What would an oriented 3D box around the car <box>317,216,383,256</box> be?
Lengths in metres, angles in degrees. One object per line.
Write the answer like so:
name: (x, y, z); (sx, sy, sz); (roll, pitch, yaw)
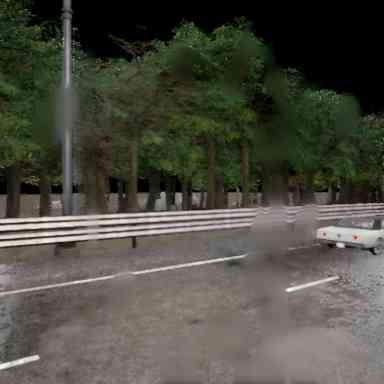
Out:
car: (7.088, 1.592, 13.102); (4.718, 1.301, 1.895); (0, 0, -35)
